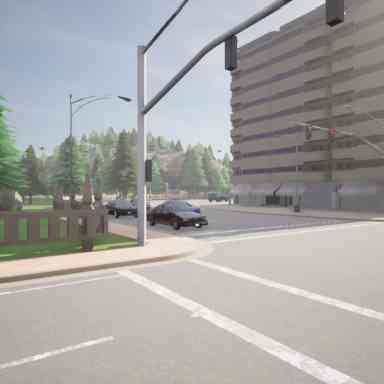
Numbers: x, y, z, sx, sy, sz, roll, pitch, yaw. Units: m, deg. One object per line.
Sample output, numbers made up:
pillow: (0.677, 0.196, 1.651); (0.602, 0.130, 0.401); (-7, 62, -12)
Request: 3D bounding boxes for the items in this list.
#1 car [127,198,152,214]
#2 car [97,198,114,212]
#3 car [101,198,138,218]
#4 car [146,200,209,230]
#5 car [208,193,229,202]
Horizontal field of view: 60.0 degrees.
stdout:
car: (-5.827, 1.449, 36.492); (1.837, 1.490, 4.892); (0, 0, -20)
car: (-10.085, 1.470, 38.588); (1.812, 1.442, 4.674); (0, 0, -15)
car: (-6.291, 1.422, 29.448); (1.882, 1.535, 5.008); (0, 0, -28)
car: (-1.197, 1.492, 21.118); (2.033, 1.411, 5.357); (0, 0, -34)
car: (5.673, 1.170, 71.184); (2.150, 2.045, 5.566); (0, 0, 40)
